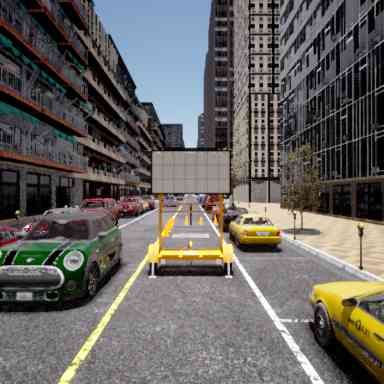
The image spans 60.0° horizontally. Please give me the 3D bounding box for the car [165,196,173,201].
[{"bbox_3d":[-6.051,1.772,88.166,1.947,1.339,4.313,0,0,0],"label":"car"}]

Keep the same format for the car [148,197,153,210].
[{"bbox_3d":[-5.838,1.562,37.029,1.752,1.417,4.829,0,0,0],"label":"car"}]

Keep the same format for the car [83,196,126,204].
[{"bbox_3d":[-5.766,1.329,20.209,2.192,1.841,5.009,0,0,0],"label":"car"}]

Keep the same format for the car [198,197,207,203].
[{"bbox_3d":[2.376,1.742,76.876,1.802,1.307,4.206,0,0,0],"label":"car"}]

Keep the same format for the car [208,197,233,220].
[{"bbox_3d":[2.589,1.460,25.907,1.967,1.590,4.097,0,0,0],"label":"car"}]

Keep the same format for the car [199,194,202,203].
[{"bbox_3d":[2.495,1.378,48.559,2.192,1.841,5.009,0,0,0],"label":"car"}]

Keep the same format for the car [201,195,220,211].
[{"bbox_3d":[2.543,1.352,37.234,2.192,1.841,5.009,0,0,0],"label":"car"}]

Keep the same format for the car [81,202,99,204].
[{"bbox_3d":[-5.743,1.447,14.545,1.967,1.590,4.097,0,0,0],"label":"car"}]

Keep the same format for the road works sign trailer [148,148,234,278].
[{"bbox_3d":[-0.034,0.468,10.102,2.380,3.560,2.880,0,0,0],"label":"road works sign trailer"}]

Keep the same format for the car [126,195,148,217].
[{"bbox_3d":[-5.813,1.342,31.535,2.192,1.841,5.009,0,0,0],"label":"car"}]

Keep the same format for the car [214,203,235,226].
[{"bbox_3d":[2.612,1.580,20.244,1.947,1.339,4.313,0,0,0],"label":"car"}]

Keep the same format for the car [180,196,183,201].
[{"bbox_3d":[-3.371,1.785,90.086,1.994,1.385,4.181,0,0,0],"label":"car"}]

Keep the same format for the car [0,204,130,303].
[{"bbox_3d":[-3.135,1.354,8.449,2.097,1.767,4.553,0,0,0],"label":"car"}]

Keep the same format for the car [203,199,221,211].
[{"bbox_3d":[2.518,1.599,42.897,2.008,1.369,4.403,0,0,0],"label":"car"}]

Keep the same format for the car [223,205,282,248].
[{"bbox_3d":[2.635,1.533,14.750,1.752,1.417,4.829,0,0,0],"label":"car"}]

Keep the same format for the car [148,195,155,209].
[{"bbox_3d":[-5.861,1.364,42.863,2.192,1.841,5.009,0,0,0],"label":"car"}]

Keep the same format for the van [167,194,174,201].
[{"bbox_3d":[-6.075,1.575,93.832,1.690,1.788,3.998,0,0,0],"label":"van"}]

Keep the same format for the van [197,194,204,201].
[{"bbox_3d":[2.329,1.547,88.202,1.690,1.788,3.998,0,0,0],"label":"van"}]

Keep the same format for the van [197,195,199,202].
[{"bbox_3d":[2.400,1.479,71.213,1.690,1.788,3.998,0,0,0],"label":"van"}]

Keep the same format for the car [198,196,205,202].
[{"bbox_3d":[2.352,1.764,82.538,1.802,1.307,4.206,0,0,0],"label":"car"}]

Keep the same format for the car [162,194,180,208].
[{"bbox_3d":[-3.300,1.417,49.693,2.097,1.767,4.553,0,0,0],"label":"car"}]

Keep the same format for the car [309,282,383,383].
[{"bbox_3d":[2.683,1.526,3.425,1.752,1.417,4.829,0,0,0],"label":"car"}]

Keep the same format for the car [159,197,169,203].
[{"bbox_3d":[-5.981,1.704,71.177,1.947,1.339,4.313,0,0,0],"label":"car"}]
